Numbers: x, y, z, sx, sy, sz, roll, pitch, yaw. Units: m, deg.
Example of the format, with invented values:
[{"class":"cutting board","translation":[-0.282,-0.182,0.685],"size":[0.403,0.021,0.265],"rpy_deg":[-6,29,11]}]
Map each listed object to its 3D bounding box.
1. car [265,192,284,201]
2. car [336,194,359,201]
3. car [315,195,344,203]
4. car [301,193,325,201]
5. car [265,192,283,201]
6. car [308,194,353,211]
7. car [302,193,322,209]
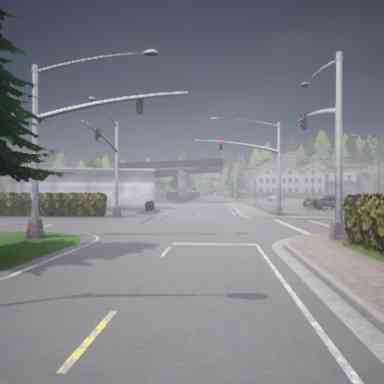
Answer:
[{"class":"car","translation":[19.155,1.046,77.334],"size":[3.866,1.878,1.905],"rpy_deg":[0,0,4]},{"class":"car","translation":[37.249,1.269,79.706],"size":[4.514,1.523,2.007],"rpy_deg":[0,0,4]},{"class":"car","translation":[25.172,1.265,61.121],"size":[4.514,1.523,2.007],"rpy_deg":[0,0,4]},{"class":"car","translation":[26.769,1.067,73.496],"size":[4.605,1.855,1.932],"rpy_deg":[0,0,4]},{"class":"car","translation":[18.308,1.329,74.062],"size":[3.806,1.475,1.970],"rpy_deg":[0,0,4]},{"class":"car","translation":[15.748,1.302,36.755],"size":[4.514,1.523,2.007],"rpy_deg":[0,0,4]},{"class":"car","translation":[15.920,1.293,39.888],"size":[5.027,1.636,2.152],"rpy_deg":[0,0,4]}]
